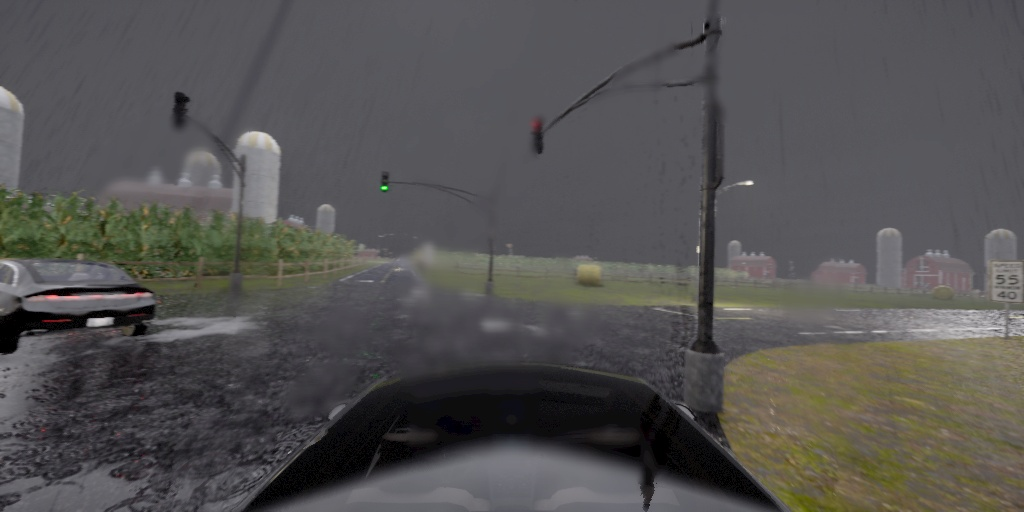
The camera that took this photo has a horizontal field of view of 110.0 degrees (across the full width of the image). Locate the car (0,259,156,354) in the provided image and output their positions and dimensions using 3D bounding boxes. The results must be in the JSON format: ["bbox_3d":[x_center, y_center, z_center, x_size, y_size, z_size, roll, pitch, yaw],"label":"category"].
[{"bbox_3d":[-9.258,0.802,7.206,4.902,1.511,2.128,3,-1,25],"label":"car"}]

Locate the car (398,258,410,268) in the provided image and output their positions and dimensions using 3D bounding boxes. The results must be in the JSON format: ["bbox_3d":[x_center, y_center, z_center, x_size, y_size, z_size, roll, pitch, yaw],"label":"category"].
[{"bbox_3d":[-18.144,1.168,60.061,2.033,1.411,5.357,3,-1,-17],"label":"car"}]
